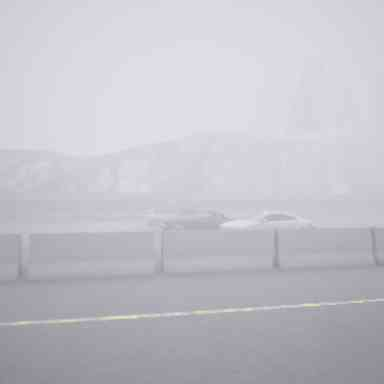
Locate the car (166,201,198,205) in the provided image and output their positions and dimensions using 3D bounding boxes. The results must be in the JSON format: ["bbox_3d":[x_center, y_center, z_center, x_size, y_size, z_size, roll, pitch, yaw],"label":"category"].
[{"bbox_3d":[-1.376,1.518,25.869,4.553,1.767,2.097,0,0,-12],"label":"car"}]

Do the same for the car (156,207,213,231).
[{"bbox_3d":[0.537,1.732,19.090,4.718,1.301,1.895,0,0,-12],"label":"car"}]

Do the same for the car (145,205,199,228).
[{"bbox_3d":[-0.799,1.747,22.385,4.718,1.301,1.895,0,0,-12],"label":"car"}]

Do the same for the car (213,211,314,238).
[{"bbox_3d":[3.653,1.655,16.225,4.674,1.442,1.812,0,0,-14],"label":"car"}]
